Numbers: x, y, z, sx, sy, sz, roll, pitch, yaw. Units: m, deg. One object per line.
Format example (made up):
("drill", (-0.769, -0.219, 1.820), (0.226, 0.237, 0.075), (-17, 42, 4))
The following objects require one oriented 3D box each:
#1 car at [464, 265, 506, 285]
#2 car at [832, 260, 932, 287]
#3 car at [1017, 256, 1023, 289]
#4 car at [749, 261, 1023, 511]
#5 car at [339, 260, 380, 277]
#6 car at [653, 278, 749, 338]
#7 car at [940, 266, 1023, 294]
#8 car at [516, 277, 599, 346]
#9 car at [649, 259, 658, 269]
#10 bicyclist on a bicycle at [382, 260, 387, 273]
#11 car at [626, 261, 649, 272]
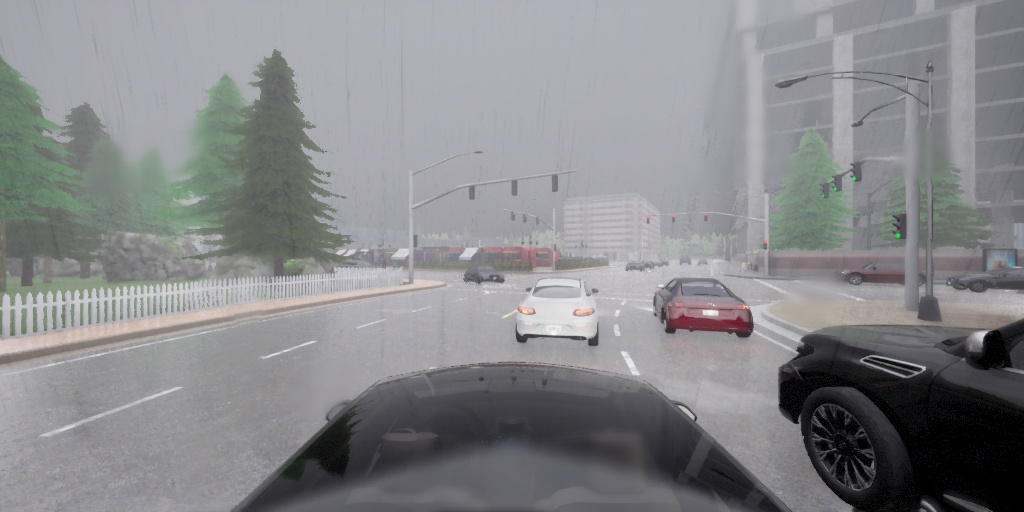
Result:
("car", (-2.044, 1.357, 26.552), (1.994, 1.385, 4.181), (0, 0, -26))
("car", (25.903, 1.157, 25.387), (4.553, 1.767, 2.097), (0, 0, 29))
("car", (34.242, 1.027, 20.660), (5.566, 2.045, 2.150), (0, 0, 30))
("car", (3.737, 0.971, 1.179), (2.150, 2.045, 5.566), (0, 0, 0))
("car", (-15.544, 1.156, 36.574), (4.553, 1.767, 2.097), (0, 0, 30))
("car", (5.292, 1.314, 10.409), (1.994, 1.385, 4.181), (0, 0, 17))
("car", (27.992, 1.331, 20.154), (4.674, 1.442, 1.812), (0, 0, 29))
("car", (1.271, 1.276, 9.399), (1.812, 1.442, 4.674), (0, 0, 11))
("car", (20.781, 1.351, 55.401), (1.895, 1.301, 4.718), (0, 0, 29))
("bicyclist on a bicycle", (-15.755, 1.258, 44.253), (0.582, 1.620, 1.656), (0, 0, -23))
("car", (16.457, 1.314, 47.661), (1.994, 1.385, 4.181), (0, 0, 29))
